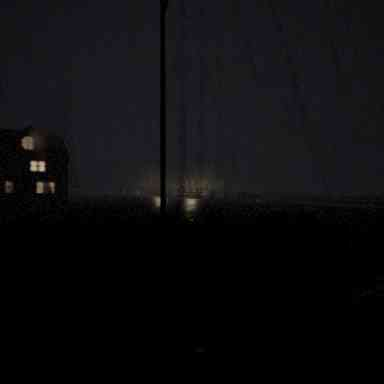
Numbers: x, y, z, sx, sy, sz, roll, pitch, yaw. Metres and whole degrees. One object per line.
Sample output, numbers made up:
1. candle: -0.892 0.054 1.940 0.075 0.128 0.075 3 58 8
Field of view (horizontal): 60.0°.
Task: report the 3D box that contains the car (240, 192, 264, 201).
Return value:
1. car: 10.351 0.703 58.163 1.882 1.535 5.008 0 1 -35
